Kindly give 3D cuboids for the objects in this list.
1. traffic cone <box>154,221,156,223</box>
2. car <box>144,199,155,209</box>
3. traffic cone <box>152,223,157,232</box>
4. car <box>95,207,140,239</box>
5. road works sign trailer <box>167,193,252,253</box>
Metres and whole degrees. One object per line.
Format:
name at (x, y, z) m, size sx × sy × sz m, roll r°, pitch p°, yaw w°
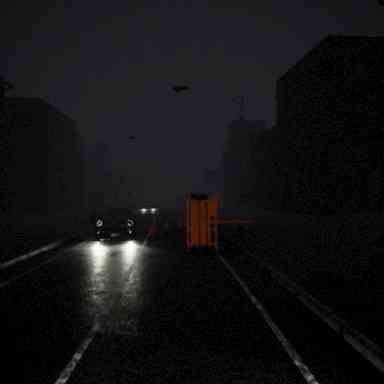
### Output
traffic cone at (-2.522, 2.324, 21.592) m, size 0.340 × 0.580 × 0.340 m, roll 0°, pitch -2°, yaw -5°
car at (-7.792, 2.122, 60.712) m, size 1.882 × 1.535 × 5.008 m, roll 0°, pitch 2°, yaw -5°
traffic cone at (-2.348, 2.266, 19.600) m, size 0.340 × 0.580 × 0.340 m, roll -1°, pitch -2°, yaw -5°
car at (-4.165, 1.659, 19.146) m, size 2.097 × 1.767 × 4.553 m, roll 0°, pitch -2°, yaw -5°
road works sign trailer at (0.737, 1.223, 14.503) m, size 2.880 × 2.380 × 3.560 m, roll 0°, pitch -1°, yaw -13°
